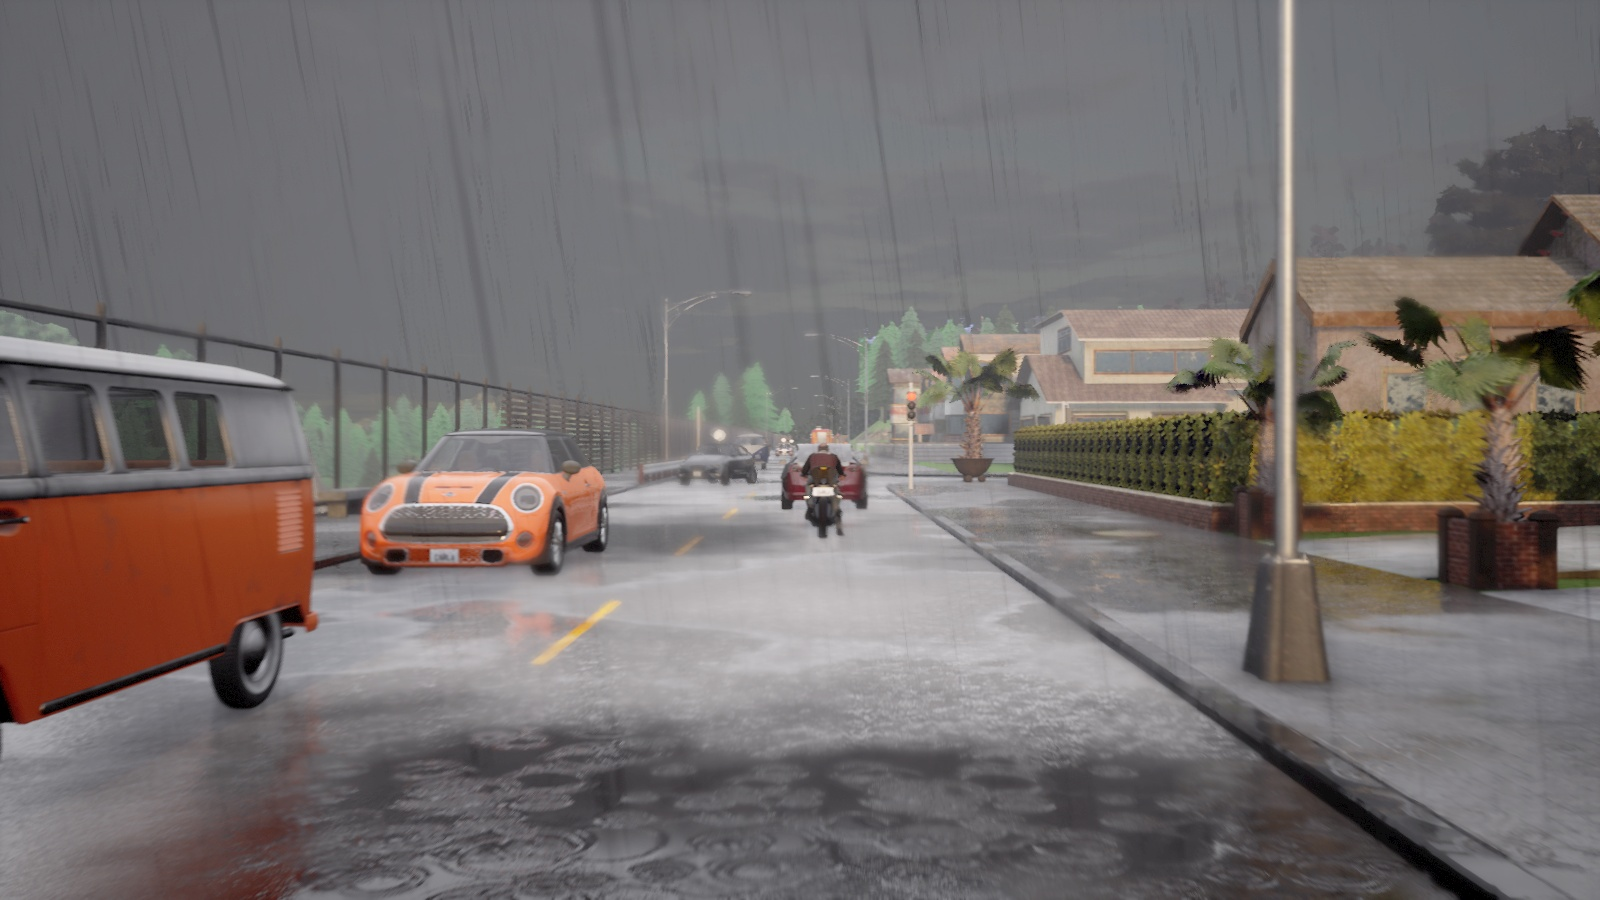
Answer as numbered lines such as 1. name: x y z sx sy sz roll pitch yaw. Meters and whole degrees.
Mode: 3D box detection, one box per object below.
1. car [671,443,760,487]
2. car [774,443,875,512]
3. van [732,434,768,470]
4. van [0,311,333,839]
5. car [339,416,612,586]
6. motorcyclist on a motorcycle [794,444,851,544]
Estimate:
1. car: -2.937 0.508 44.337 1.816 1.474 4.193 0 0 16
2. car: 0.538 0.581 29.340 2.163 1.488 4.792 0 0 0
3. van: -2.798 0.098 70.816 1.775 1.987 4.442 0 0 1
4. van: -3.877 0.463 5.733 1.775 1.987 4.442 0 0 1
5. car: -3.719 0.515 15.342 2.097 1.767 4.553 0 0 1
6. motorcyclist on a motorcycle: 0.364 0.667 20.322 0.866 1.530 2.191 0 0 1
